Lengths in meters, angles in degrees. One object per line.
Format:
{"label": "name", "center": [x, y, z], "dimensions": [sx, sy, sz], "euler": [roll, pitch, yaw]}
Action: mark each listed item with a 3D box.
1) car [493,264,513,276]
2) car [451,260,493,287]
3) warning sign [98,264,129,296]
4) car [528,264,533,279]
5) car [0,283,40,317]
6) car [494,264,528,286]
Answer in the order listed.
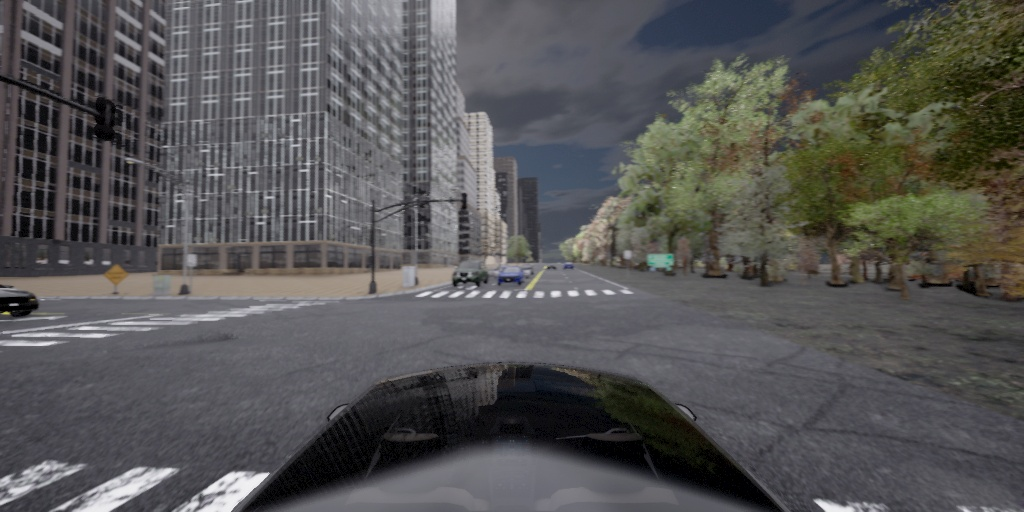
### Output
{"label": "car", "center": [-1.142, 1.888, 49.802], "dimensions": [2.128, 1.511, 4.902], "euler": [-1, -1, 6]}
{"label": "car", "center": [-3.345, 1.399, 29.783], "dimensions": [2.150, 2.045, 5.566], "euler": [-1, -1, 6]}
{"label": "warning sign", "center": [-23.895, 1.427, 21.606], "dimensions": [1.060, 1.860, 1.300], "euler": [0, 0, 2]}
{"label": "car", "center": [0.997, 1.824, 39.547], "dimensions": [1.895, 1.301, 4.718], "euler": [-1, -1, 6]}
{"label": "car", "center": [-18.824, 1.359, 11.940], "dimensions": [4.892, 1.490, 1.837], "euler": [0, -3, 3]}
{"label": "car", "center": [-0.011, 1.599, 30.278], "dimensions": [1.882, 1.535, 5.008], "euler": [-1, -1, 6]}
